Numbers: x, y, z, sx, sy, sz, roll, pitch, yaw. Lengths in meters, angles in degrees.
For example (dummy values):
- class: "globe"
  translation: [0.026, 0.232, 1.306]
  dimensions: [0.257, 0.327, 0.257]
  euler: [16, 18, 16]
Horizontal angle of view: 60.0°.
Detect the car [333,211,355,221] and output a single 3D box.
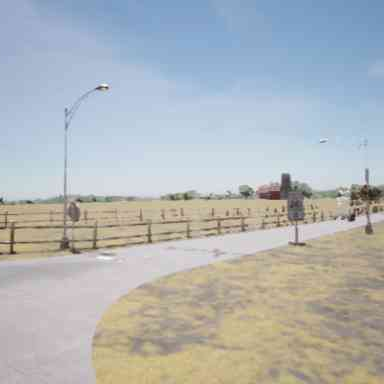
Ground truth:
- class: "car"
  translation: [20.959, 3.281, 45.804]
  dimensions: [1.994, 1.385, 4.181]
  euler: [-3, -3, 38]
